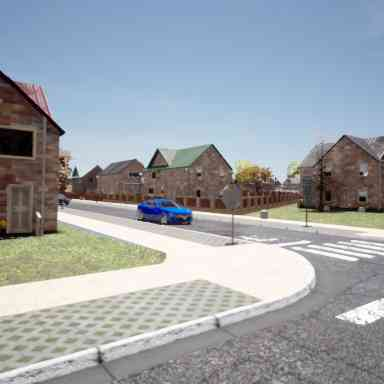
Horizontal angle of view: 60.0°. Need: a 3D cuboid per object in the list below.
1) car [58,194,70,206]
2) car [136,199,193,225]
[{"bbox_3d":[-17.451,0.913,43.349,2.033,1.411,5.357,2,0,-36],"label":"car"},{"bbox_3d":[-1.878,1.258,21.899,1.882,1.535,5.008,2,0,-36],"label":"car"}]
